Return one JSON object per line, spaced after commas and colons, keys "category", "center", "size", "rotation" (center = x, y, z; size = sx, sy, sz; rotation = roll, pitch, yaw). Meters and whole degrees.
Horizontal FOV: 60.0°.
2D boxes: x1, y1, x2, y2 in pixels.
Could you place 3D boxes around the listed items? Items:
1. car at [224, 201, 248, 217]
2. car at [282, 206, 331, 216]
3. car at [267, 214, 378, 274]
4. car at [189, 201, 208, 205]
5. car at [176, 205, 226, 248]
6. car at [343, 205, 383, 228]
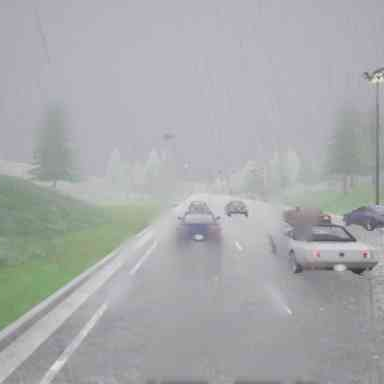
{"category": "car", "center": [4.113, 1.520, 31.390], "size": [2.033, 1.411, 5.357], "rotation": [0, 0, 1]}
{"category": "car", "center": [7.434, 1.587, 22.148], "size": [1.895, 1.301, 4.718], "rotation": [0, 0, 1]}
{"category": "car", "center": [3.719, 1.595, 10.480], "size": [1.895, 1.301, 4.718], "rotation": [0, 0, 1]}
{"category": "car", "center": [0.636, 1.568, 32.831], "size": [1.895, 1.301, 4.718], "rotation": [0, 0, 1]}
{"category": "car", "center": [0.297, 1.511, 14.663], "size": [1.812, 1.442, 4.674], "rotation": [0, 0, 1]}
{"category": "car", "center": [10.897, 1.519, 20.116], "size": [1.812, 1.442, 4.674], "rotation": [0, 0, 1]}
